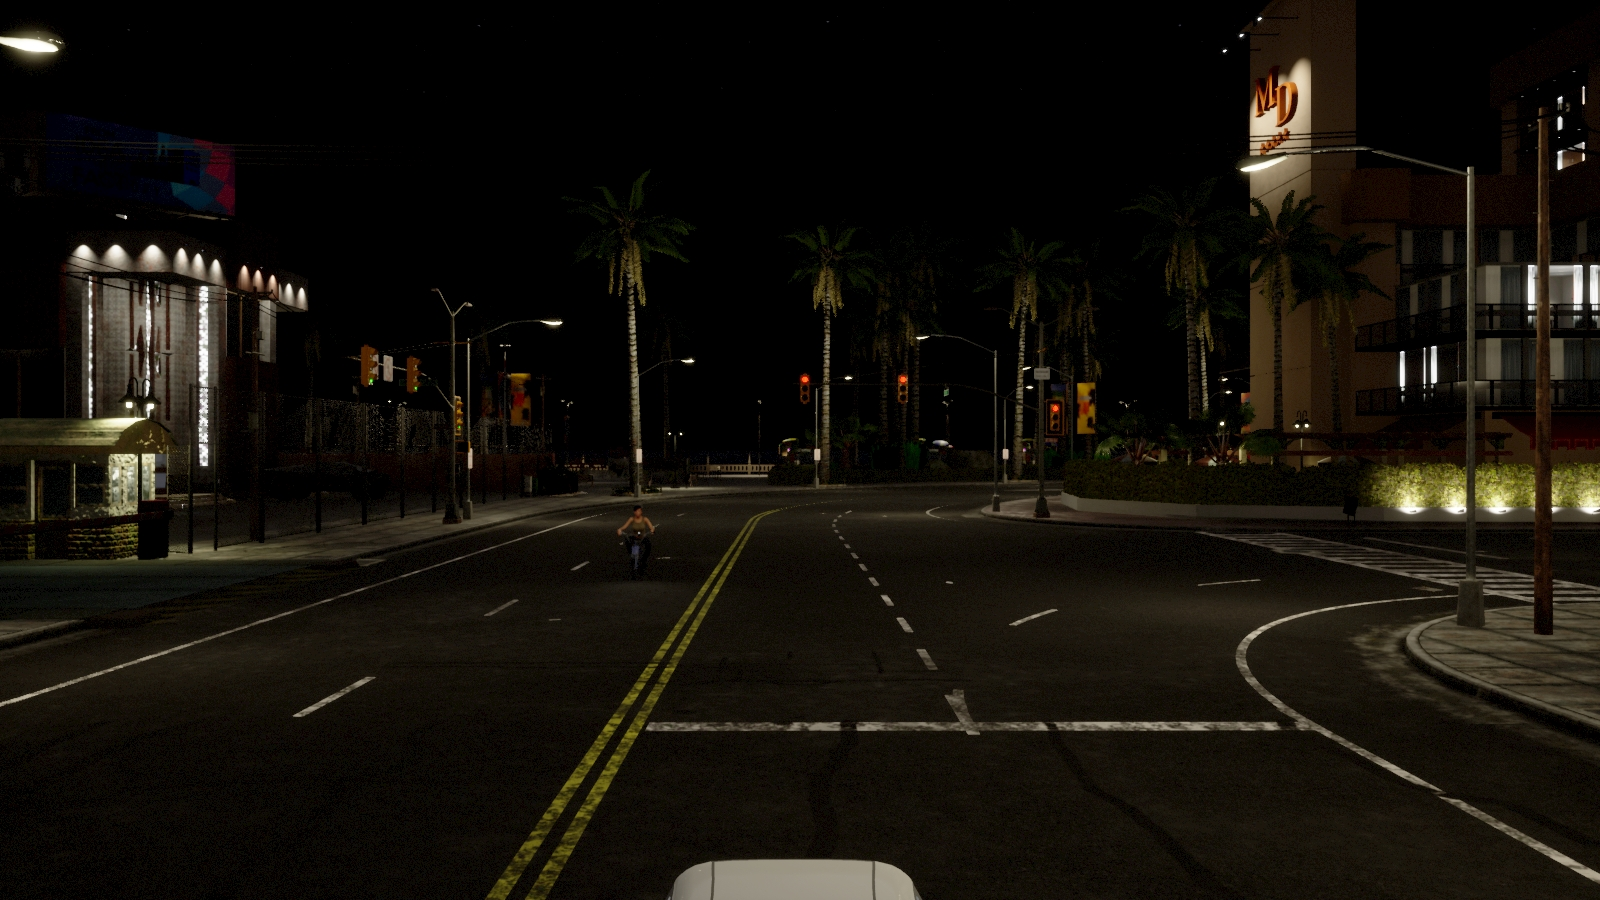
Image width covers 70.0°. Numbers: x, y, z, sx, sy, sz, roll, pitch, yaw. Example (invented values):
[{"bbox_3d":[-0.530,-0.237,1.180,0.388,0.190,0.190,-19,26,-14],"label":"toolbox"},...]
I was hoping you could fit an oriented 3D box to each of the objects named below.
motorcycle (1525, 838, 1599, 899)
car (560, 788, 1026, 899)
[{"bbox_3d":[3.471,2.213,3.817,0.803,1.145,2.033,0,0,0],"label":"motorcycle"},{"bbox_3d":[-0.022,2.120,3.707,1.481,1.376,2.207,0,0,0],"label":"car"}]
